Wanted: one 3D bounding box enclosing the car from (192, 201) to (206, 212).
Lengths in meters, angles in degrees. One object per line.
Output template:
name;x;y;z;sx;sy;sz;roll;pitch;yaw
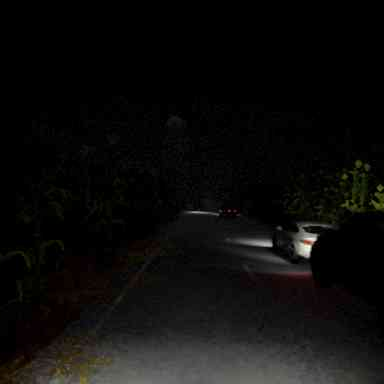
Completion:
car;1.001;2.082;48.079;2.033;1.411;5.357;1;-1;1

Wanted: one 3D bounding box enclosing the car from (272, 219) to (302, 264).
car;4.354;1.773;12.694;1.812;1.442;4.674;1;-1;1

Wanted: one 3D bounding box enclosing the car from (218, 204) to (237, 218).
car;3.989;2.044;37.147;2.033;1.411;5.357;1;-1;2

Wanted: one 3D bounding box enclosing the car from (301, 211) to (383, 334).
car;4.226;1.402;6.730;2.150;2.045;5.566;1;-1;1
